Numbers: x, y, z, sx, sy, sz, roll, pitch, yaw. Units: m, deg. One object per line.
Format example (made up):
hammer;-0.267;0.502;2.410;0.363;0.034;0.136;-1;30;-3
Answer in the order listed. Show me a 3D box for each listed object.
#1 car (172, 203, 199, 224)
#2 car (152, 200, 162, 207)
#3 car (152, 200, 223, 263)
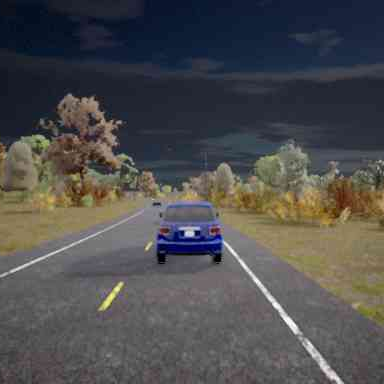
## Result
car;-0.620;1.768;28.592;2.128;1.511;4.902;0;0;-2
car;-6.777;2.198;64.212;1.895;1.301;4.718;0;0;-5
car;-0.111;1.350;12.633;2.150;2.045;5.566;0;0;-1
